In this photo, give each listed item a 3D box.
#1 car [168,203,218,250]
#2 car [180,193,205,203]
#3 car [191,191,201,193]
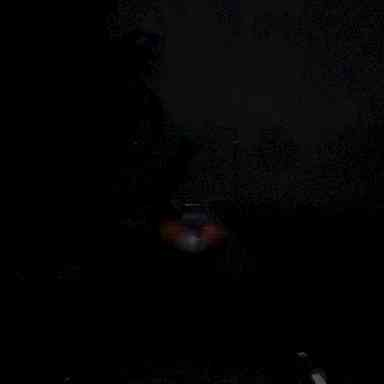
[{"bbox_3d":[0.050,1.411,13.548,1.812,1.442,4.674,0,1,0],"label":"car"},{"bbox_3d":[0.048,1.141,27.850,2.128,1.511,4.902,0,1,0],"label":"car"},{"bbox_3d":[0.722,0.594,60.363,2.033,1.411,5.357,0,0,17],"label":"car"}]
